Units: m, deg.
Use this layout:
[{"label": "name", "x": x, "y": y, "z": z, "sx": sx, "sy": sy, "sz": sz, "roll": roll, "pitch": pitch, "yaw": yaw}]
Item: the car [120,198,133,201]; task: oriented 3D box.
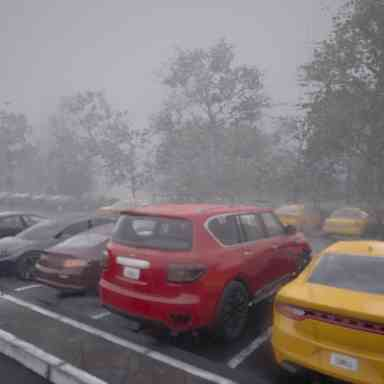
[{"label": "car", "x": -3.063, "y": 1.348, "z": 25.776, "sx": 2.097, "sy": 1.535, "sz": 5.008, "roll": 1, "pitch": 1, "yaw": 36}]

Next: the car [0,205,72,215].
[{"label": "car", "x": -6.084, "y": 1.436, "z": 11.802, "sx": 2.097, "sy": 1.535, "sz": 5.008, "roll": 1, "pitch": 0, "yaw": 36}]

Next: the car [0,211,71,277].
[{"label": "car", "x": -3.841, "y": 1.494, "z": 10.149, "sx": 2.163, "sy": 1.488, "sz": 4.792, "roll": 1, "pitch": 0, "yaw": 36}]

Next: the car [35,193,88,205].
[{"label": "car", "x": -11.996, "y": 1.086, "z": 32.231, "sx": 2.231, "sy": 1.521, "sz": 4.892, "roll": 2, "pitch": 1, "yaw": 36}]

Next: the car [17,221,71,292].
[{"label": "car", "x": -1.569, "y": 1.526, "z": 8.536, "sx": 2.002, "sy": 1.452, "sz": 4.674, "roll": 0, "pitch": 0, "yaw": 36}]

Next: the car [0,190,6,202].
[{"label": "car", "x": -18.890, "y": 0.819, "z": 37.194, "sx": 2.163, "sy": 1.488, "sz": 4.792, "roll": 3, "pitch": 2, "yaw": 36}]

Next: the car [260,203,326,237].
[{"label": "car", "x": 5.967, "y": 1.482, "z": 19.225, "sx": 2.097, "sy": 1.535, "sz": 5.008, "roll": 1, "pitch": 0, "yaw": 36}]

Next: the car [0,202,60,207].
[{"label": "car", "x": -8.344, "y": 1.399, "z": 13.437, "sx": 2.097, "sy": 1.535, "sz": 5.008, "roll": 1, "pitch": 1, "yaw": 36}]

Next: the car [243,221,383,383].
[{"label": "car", "x": 2.938, "y": 1.518, "z": 5.270, "sx": 2.097, "sy": 1.535, "sz": 5.008, "roll": 0, "pitch": 0, "yaw": 36}]

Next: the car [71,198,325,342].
[{"label": "car", "x": 0.704, "y": 1.250, "z": 6.928, "sx": 2.435, "sy": 2.045, "sz": 5.566, "roll": 0, "pitch": 0, "yaw": 36}]

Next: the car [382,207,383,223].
[{"label": "car", "x": 10.565, "y": 1.264, "z": 15.867, "sx": 2.435, "sy": 2.045, "sz": 5.566, "roll": 0, "pitch": 0, "yaw": 36}]

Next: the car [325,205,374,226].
[{"label": "car", "x": 8.434, "y": 1.496, "z": 17.674, "sx": 1.946, "sy": 1.575, "sz": 5.366, "roll": 0, "pitch": 0, "yaw": 36}]

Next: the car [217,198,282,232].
[{"label": "car", "x": 3.733, "y": 1.335, "z": 20.888, "sx": 2.185, "sy": 1.767, "sz": 4.553, "roll": 1, "pitch": 0, "yaw": 36}]

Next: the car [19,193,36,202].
[{"label": "car", "x": -14.358, "y": 0.992, "z": 33.942, "sx": 2.097, "sy": 1.535, "sz": 5.008, "roll": 2, "pitch": 1, "yaw": 36}]

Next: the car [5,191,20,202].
[{"label": "car", "x": -16.616, "y": 0.895, "z": 35.577, "sx": 2.097, "sy": 1.535, "sz": 5.008, "roll": 3, "pitch": 2, "yaw": 36}]

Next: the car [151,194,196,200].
[{"label": "car", "x": -0.787, "y": 1.143, "z": 24.157, "sx": 2.435, "sy": 2.045, "sz": 5.566, "roll": 1, "pitch": 1, "yaw": 36}]
